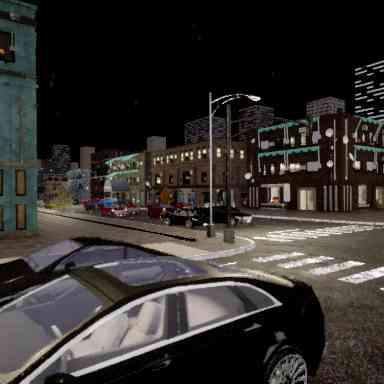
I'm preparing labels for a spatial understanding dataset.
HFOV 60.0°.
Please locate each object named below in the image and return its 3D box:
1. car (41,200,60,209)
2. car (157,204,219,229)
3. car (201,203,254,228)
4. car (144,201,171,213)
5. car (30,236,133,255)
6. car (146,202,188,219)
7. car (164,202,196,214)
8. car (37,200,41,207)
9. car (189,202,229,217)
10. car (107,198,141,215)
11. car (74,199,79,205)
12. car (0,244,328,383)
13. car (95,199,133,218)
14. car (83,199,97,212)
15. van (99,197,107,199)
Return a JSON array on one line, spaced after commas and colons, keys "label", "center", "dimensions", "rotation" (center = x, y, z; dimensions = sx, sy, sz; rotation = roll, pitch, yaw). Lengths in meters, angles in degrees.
[{"label": "car", "center": [-24.204, 2.233, 57.618], "dimensions": [1.752, 1.417, 4.829], "rotation": [-1, 0, -35]}, {"label": "car", "center": [-0.377, 1.815, 23.783], "dimensions": [1.947, 1.339, 4.313], "rotation": [-1, 0, -35]}, {"label": "car", "center": [2.451, 1.735, 24.506], "dimensions": [1.812, 1.442, 4.674], "rotation": [-1, 0, -37]}, {"label": "car", "center": [-4.663, 1.966, 44.539], "dimensions": [1.802, 1.307, 4.206], "rotation": [-1, 0, -35]}, {"label": "car", "center": [-2.083, 1.564, 6.189], "dimensions": [4.181, 1.385, 1.994], "rotation": [0, 0, -35]}, {"label": "car", "center": [-2.662, 1.875, 31.719], "dimensions": [1.994, 1.385, 4.181], "rotation": [-1, 0, -35]}, {"label": "car", "center": [-1.464, 1.904, 40.023], "dimensions": [1.802, 1.307, 4.206], "rotation": [-2, 0, -35]}, {"label": "car", "center": [-30.703, 2.376, 66.790], "dimensions": [2.008, 1.369, 4.403], "rotation": [-1, 0, -35]}, {"label": "car", "center": [1.736, 1.810, 35.506], "dimensions": [2.008, 1.369, 4.403], "rotation": [-2, 0, -35]}, {"label": "car", "center": [-7.821, 1.764, 39.002], "dimensions": [2.097, 1.767, 4.553], "rotation": [-1, 0, -35]}, {"label": "car", "center": [-27.066, 2.364, 76.152], "dimensions": [1.947, 1.339, 4.313], "rotation": [-1, 0, -35]}, {"label": "car", "center": [-0.715, 1.492, 3.174], "dimensions": [4.902, 1.511, 2.128], "rotation": [0, 0, -35]}, {"label": "car", "center": [-8.304, 1.847, 35.175], "dimensions": [1.967, 1.590, 4.097], "rotation": [-1, 0, -35]}, {"label": "car", "center": [-13.804, 2.075, 47.506], "dimensions": [2.033, 1.411, 5.357], "rotation": [-1, 0, -35]}, {"label": "van", "center": [-14.270, 1.907, 58.087], "dimensions": [1.690, 1.788, 3.998], "rotation": [-1, 0, -35]}]
